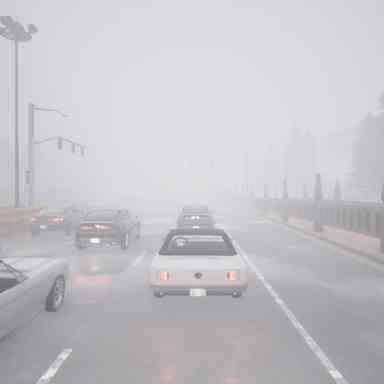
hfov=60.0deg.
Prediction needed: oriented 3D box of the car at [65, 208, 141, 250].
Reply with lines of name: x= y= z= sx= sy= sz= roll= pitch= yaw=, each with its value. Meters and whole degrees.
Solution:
car: x=-3.337 y=1.412 z=13.889 sx=1.837 sy=1.490 sz=4.892 roll=0 pitch=0 yaw=0

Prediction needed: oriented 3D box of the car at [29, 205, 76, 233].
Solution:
car: x=-6.843 y=1.406 z=17.518 sx=1.812 sy=1.442 sz=4.674 roll=0 pitch=0 yaw=-1

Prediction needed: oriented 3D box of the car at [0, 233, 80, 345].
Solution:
car: x=-3.385 y=1.576 z=4.663 sx=1.895 sy=1.301 sz=4.718 roll=0 pitch=0 yaw=0

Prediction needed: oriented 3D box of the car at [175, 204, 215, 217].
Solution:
car: x=0.187 y=1.385 z=17.612 sx=1.837 sy=1.490 sz=4.892 roll=0 pitch=0 yaw=0

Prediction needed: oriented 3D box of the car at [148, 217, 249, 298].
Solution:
car: x=0.131 y=1.549 z=8.352 sx=1.895 sy=1.301 sz=4.718 roll=0 pitch=0 yaw=0
